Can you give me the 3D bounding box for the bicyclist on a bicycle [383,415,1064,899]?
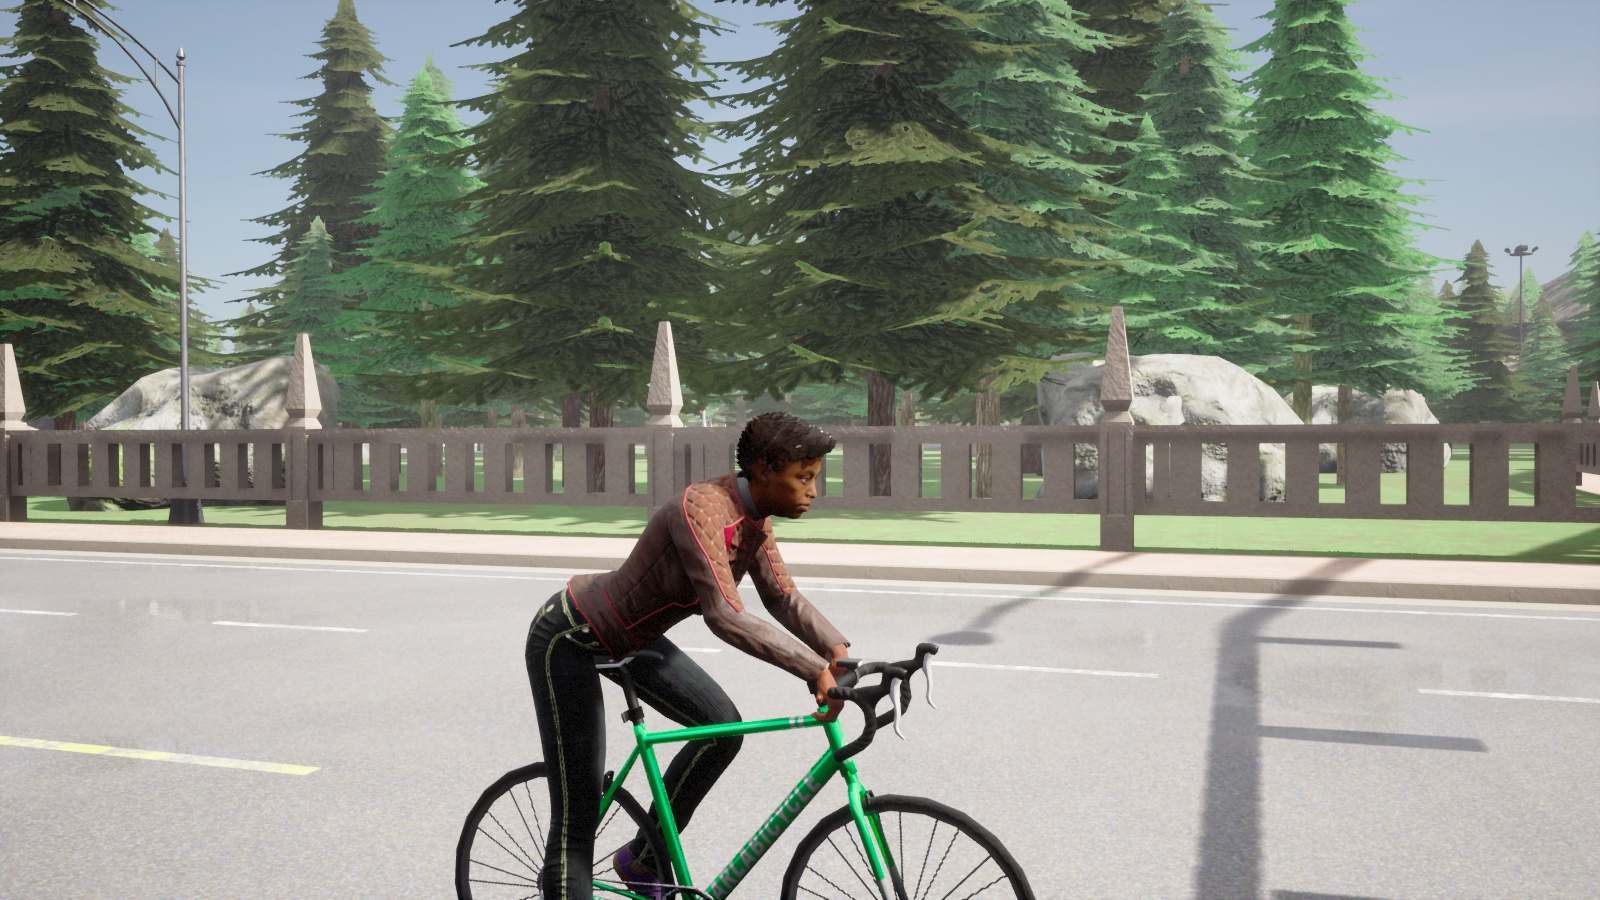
[{"bbox_3d":[-0.200,0.726,3.259,1.656,1.620,0.582,1,1,19],"label":"bicyclist on a bicycle"}]
